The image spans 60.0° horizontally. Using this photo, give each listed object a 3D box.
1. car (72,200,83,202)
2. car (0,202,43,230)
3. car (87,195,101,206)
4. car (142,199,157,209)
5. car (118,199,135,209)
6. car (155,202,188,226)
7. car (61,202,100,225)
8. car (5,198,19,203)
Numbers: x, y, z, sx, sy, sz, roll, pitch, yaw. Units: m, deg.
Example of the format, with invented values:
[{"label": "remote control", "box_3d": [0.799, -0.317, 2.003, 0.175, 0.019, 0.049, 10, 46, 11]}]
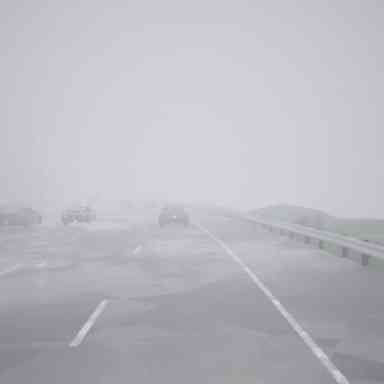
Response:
[{"label": "car", "box_3d": [-19.100, 1.914, 55.210, 1.895, 1.301, 4.718, -1, 0, -20]}, {"label": "car", "box_3d": [-11.806, 1.710, 22.915, 1.812, 1.442, 4.674, 0, 0, -8]}, {"label": "car", "box_3d": [-18.575, 1.534, 62.893, 2.150, 2.045, 5.566, 0, 0, -22]}, {"label": "car", "box_3d": [-6.229, 1.729, 49.200, 1.895, 1.301, 4.718, -1, 0, -17]}, {"label": "car", "box_3d": [-9.649, 1.723, 48.925, 2.033, 1.411, 5.357, -1, 0, -19]}, {"label": "car", "box_3d": [-1.435, 1.604, 24.075, 1.994, 1.385, 4.181, -1, 0, -8]}, {"label": "car", "box_3d": [-8.458, 1.740, 25.300, 1.895, 1.301, 4.718, -1, 0, -9]}, {"label": "car", "box_3d": [-33.829, 1.862, 62.596, 2.097, 1.767, 4.553, -1, 0, -22]}]
